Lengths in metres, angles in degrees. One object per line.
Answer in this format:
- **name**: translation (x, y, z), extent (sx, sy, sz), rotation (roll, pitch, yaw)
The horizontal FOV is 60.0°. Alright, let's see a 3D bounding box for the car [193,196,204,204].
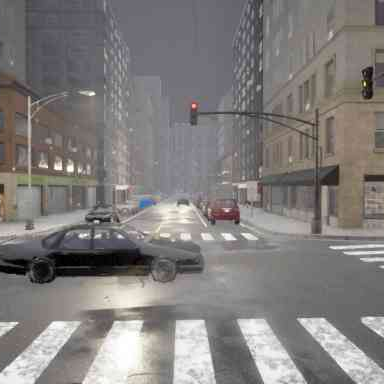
- **car**: translation (1.158, 1.560, 63.220), extent (1.947, 1.339, 4.313), rotation (-1, 0, -2)

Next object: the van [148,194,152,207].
- **van**: translation (-6.917, 1.342, 46.235), extent (1.690, 1.788, 3.998), rotation (-1, 0, -2)

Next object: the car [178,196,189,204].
- **car**: translation (-1.719, 1.541, 63.897), extent (2.033, 1.411, 5.357), rotation (0, 0, -2)

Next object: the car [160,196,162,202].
- **car**: translation (-7.374, 1.434, 62.986), extent (1.967, 1.590, 4.097), rotation (-1, 0, -2)

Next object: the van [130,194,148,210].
- **van**: translation (-6.764, 1.344, 40.651), extent (1.690, 1.788, 3.998), rotation (-1, 0, -2)

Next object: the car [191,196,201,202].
- **car**: translation (0.855, 1.538, 74.387), extent (2.008, 1.369, 4.403), rotation (-1, 0, -2)

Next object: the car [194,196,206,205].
- **car**: translation (1.305, 1.522, 57.806), extent (1.752, 1.417, 4.829), rotation (-1, 0, -2)

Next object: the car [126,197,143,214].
- **car**: translation (-6.604, 1.529, 34.898), extent (1.752, 1.417, 4.829), rotation (-1, 0, -2)

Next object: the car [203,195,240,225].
- **car**: translation (2.217, 1.318, 24.133), extent (2.192, 1.841, 5.009), rotation (-1, 0, -2)

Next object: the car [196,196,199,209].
- **car**: translation (1.760, 1.528, 41.054), extent (1.752, 1.417, 4.829), rotation (-1, 0, -2)

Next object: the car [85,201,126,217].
- **car**: translation (-6.302, 1.569, 23.900), extent (1.947, 1.339, 4.313), rotation (-1, 0, -2)

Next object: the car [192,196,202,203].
- **car**: translation (1.007, 1.557, 68.804), extent (1.947, 1.339, 4.313), rotation (-1, 0, -2)

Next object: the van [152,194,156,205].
- **van**: translation (-7.070, 1.340, 51.819), extent (1.690, 1.788, 3.998), rotation (-1, 0, -2)

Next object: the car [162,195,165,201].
- **car**: translation (-7.680, 1.428, 74.153), extent (1.967, 1.590, 4.097), rotation (-1, 0, -2)

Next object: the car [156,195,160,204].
- **car**: translation (-7.223, 1.312, 57.403), extent (2.192, 1.841, 5.009), rotation (-1, 0, -2)

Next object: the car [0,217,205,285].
- **car**: translation (-2.372, 1.561, 9.013), extent (5.357, 1.411, 2.033), rotation (0, 0, -2)

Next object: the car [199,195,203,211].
- **car**: translation (2.066, 1.319, 29.717), extent (2.192, 1.841, 5.009), rotation (-1, 0, -2)

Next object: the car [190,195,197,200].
- **car**: translation (0.400, 1.525, 91.139), extent (2.008, 1.369, 4.403), rotation (-1, 0, -2)

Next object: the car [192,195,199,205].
- **car**: translation (1.611, 1.316, 46.468), extent (2.192, 1.841, 5.009), rotation (-1, 0, -2)

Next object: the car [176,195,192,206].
- **car**: translation (-1.434, 1.504, 53.479), extent (1.837, 1.490, 4.892), rotation (0, 0, -2)
